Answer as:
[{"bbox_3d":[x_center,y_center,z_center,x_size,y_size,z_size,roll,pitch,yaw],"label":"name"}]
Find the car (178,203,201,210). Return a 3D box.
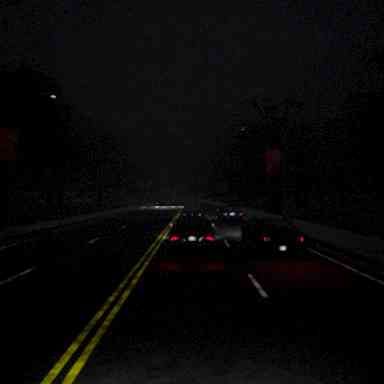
[{"bbox_3d":[0.011,1.893,29.110,1.895,1.301,4.718,0,-1,0],"label":"car"}]

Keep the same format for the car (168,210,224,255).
[{"bbox_3d":[0.005,1.685,13.992,2.033,1.411,5.357,0,-1,0],"label":"car"}]

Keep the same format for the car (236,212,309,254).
[{"bbox_3d":[3.256,1.739,14.107,1.895,1.301,4.718,0,-1,0],"label":"car"}]

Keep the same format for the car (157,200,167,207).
[{"bbox_3d":[-6.479,2.464,71.761,1.895,1.301,4.718,0,-1,0],"label":"car"}]

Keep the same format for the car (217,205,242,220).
[{"bbox_3d":[3.260,1.838,28.991,2.033,1.411,5.357,0,-1,0],"label":"car"}]

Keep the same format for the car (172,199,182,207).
[{"bbox_3d":[-3.229,2.369,71.792,1.837,1.490,4.892,0,-1,0],"label":"car"}]
